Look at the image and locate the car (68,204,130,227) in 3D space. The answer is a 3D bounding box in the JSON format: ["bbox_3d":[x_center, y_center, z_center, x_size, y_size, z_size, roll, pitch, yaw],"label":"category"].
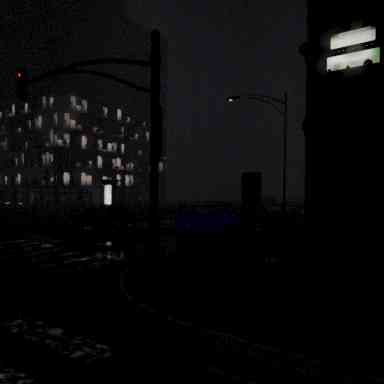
[{"bbox_3d":[-5.999,1.466,21.879,1.947,1.339,4.313,1,1,35],"label":"car"}]

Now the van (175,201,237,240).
[{"bbox_3d":[0.833,1.368,17.019,1.690,1.788,3.998,1,1,35],"label":"van"}]

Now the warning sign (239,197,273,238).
[{"bbox_3d":[3.114,1.177,16.125,1.300,1.860,1.060,1,1,35],"label":"warning sign"}]

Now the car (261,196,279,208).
[{"bbox_3d":[10.034,1.293,44.420,1.967,1.590,4.097,1,1,35],"label":"car"}]

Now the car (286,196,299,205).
[{"bbox_3d":[16.348,1.363,53.300,1.752,1.417,4.829,1,1,35],"label":"car"}]

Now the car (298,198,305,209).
[{"bbox_3d":[15.591,1.442,42.344,1.837,1.490,4.892,1,1,36],"label":"car"}]
